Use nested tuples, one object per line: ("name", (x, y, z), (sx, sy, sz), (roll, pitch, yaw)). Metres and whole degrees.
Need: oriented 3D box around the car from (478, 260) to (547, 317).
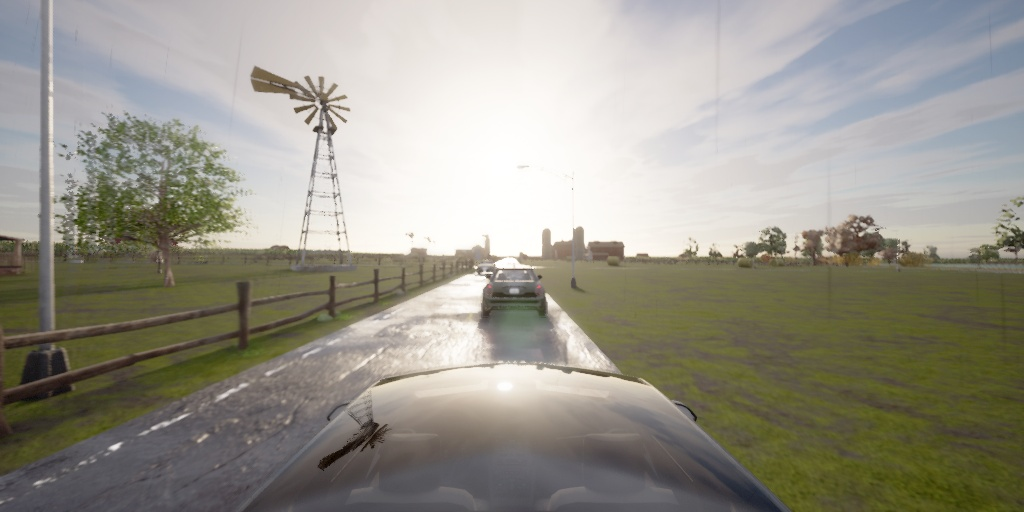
("car", (0.079, 1.099, 13.311), (2.097, 1.767, 4.553), (0, 0, 0))
